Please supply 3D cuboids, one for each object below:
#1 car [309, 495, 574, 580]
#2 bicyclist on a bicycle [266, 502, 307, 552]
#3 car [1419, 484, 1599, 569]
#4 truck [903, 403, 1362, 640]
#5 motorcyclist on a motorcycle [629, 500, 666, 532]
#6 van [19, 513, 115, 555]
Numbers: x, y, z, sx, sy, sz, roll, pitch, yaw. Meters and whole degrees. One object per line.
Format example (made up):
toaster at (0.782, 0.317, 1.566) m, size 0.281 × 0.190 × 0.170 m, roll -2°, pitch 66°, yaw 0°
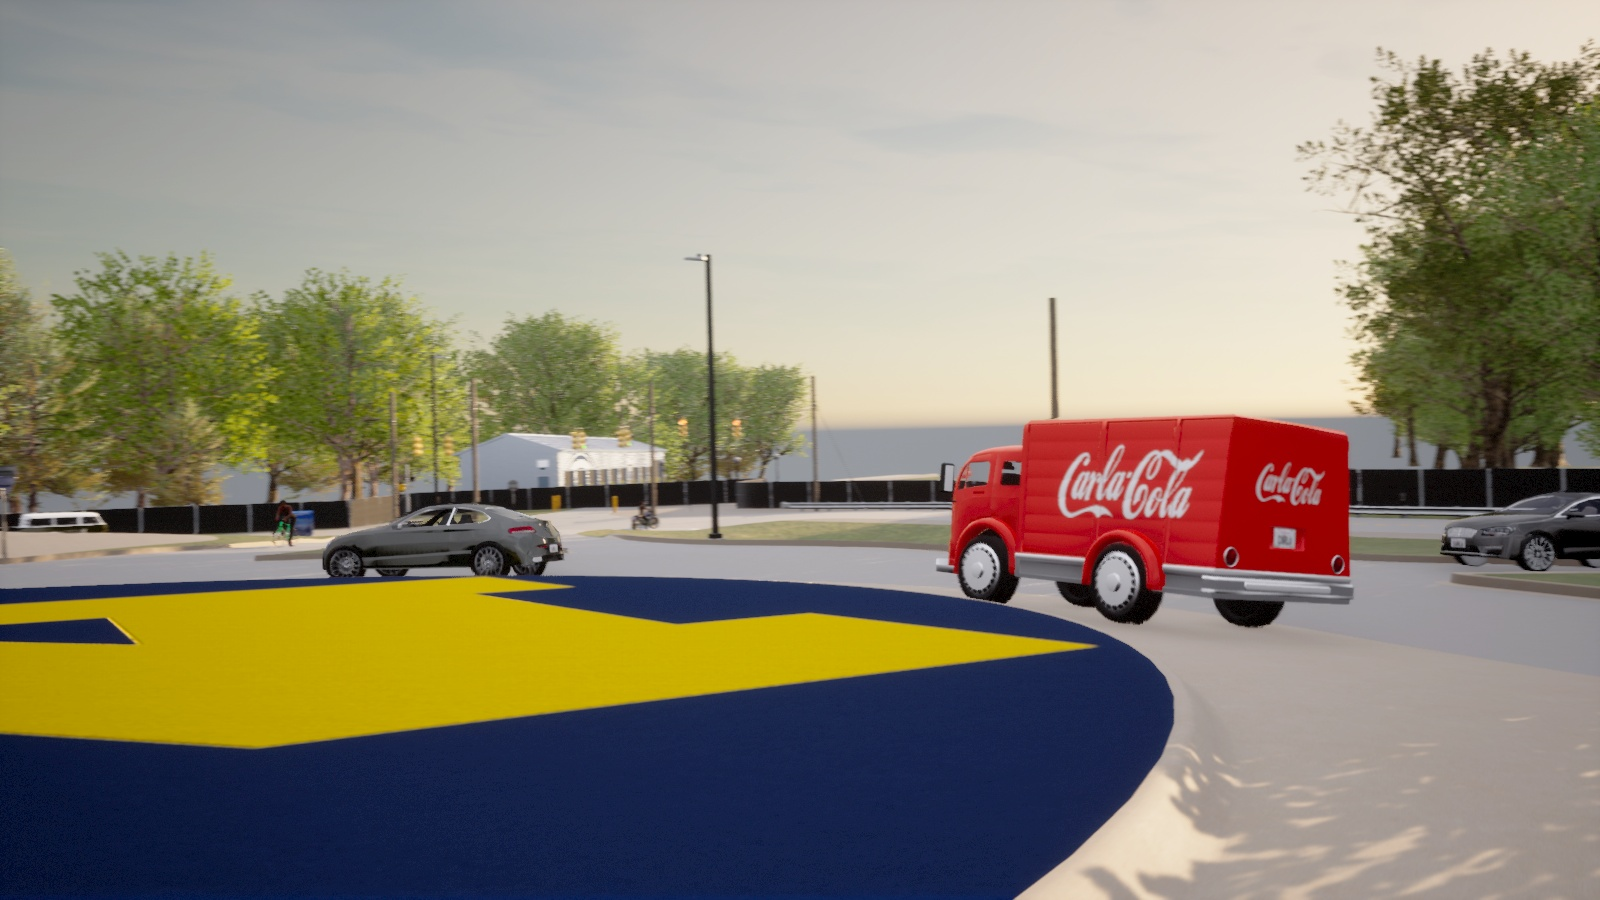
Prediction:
car at (-7.622, 1.867, 26.902) m, size 5.027 × 1.651 × 2.152 m, roll -2°, pitch -3°, yaw 12°
bicyclist on a bicycle at (-17.449, 2.597, 42.711) m, size 0.582 × 1.620 × 1.656 m, roll -2°, pitch -2°, yaw 5°
car at (14.797, 1.464, 24.167) m, size 4.902 × 1.511 × 2.128 m, roll 1°, pitch -2°, yaw -12°
truck at (3.992, 0.887, 16.087) m, size 2.627 × 2.467 × 5.204 m, roll 6°, pitch -4°, yaw -31°
motorcyclist on a motorcycle at (-8.381, 3.627, 69.175) m, size 0.766 × 1.649 × 2.350 m, roll -1°, pitch 0°, yaw 29°
van at (-41.505, 4.718, 71.128) m, size 4.480 × 2.038 × 2.069 m, roll -2°, pitch 1°, yaw -36°
